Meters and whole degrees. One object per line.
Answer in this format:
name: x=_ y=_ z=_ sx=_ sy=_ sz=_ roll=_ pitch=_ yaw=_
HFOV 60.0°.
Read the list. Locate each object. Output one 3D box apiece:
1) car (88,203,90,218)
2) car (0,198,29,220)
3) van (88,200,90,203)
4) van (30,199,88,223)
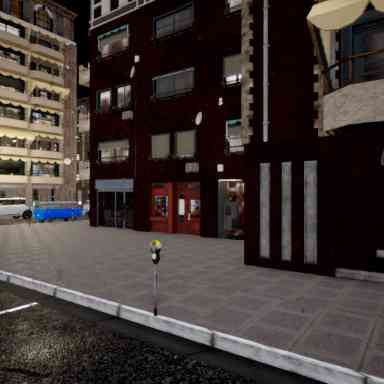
car: x=-8.306 y=2.037 z=33.083 sx=1.947 sy=1.339 sz=4.313 roll=-1 pitch=-2 yaw=35
car: x=-17.156 y=1.546 z=30.576 sx=2.150 sy=2.045 sz=5.566 roll=0 pitch=-1 yaw=34
van: x=-11.940 y=1.906 z=42.394 sx=1.690 sy=1.788 sz=3.998 roll=-1 pitch=-2 yaw=35
van: x=-11.375 y=1.706 z=28.473 sx=1.690 sy=1.788 sz=3.998 roll=-1 pitch=-2 yaw=35
